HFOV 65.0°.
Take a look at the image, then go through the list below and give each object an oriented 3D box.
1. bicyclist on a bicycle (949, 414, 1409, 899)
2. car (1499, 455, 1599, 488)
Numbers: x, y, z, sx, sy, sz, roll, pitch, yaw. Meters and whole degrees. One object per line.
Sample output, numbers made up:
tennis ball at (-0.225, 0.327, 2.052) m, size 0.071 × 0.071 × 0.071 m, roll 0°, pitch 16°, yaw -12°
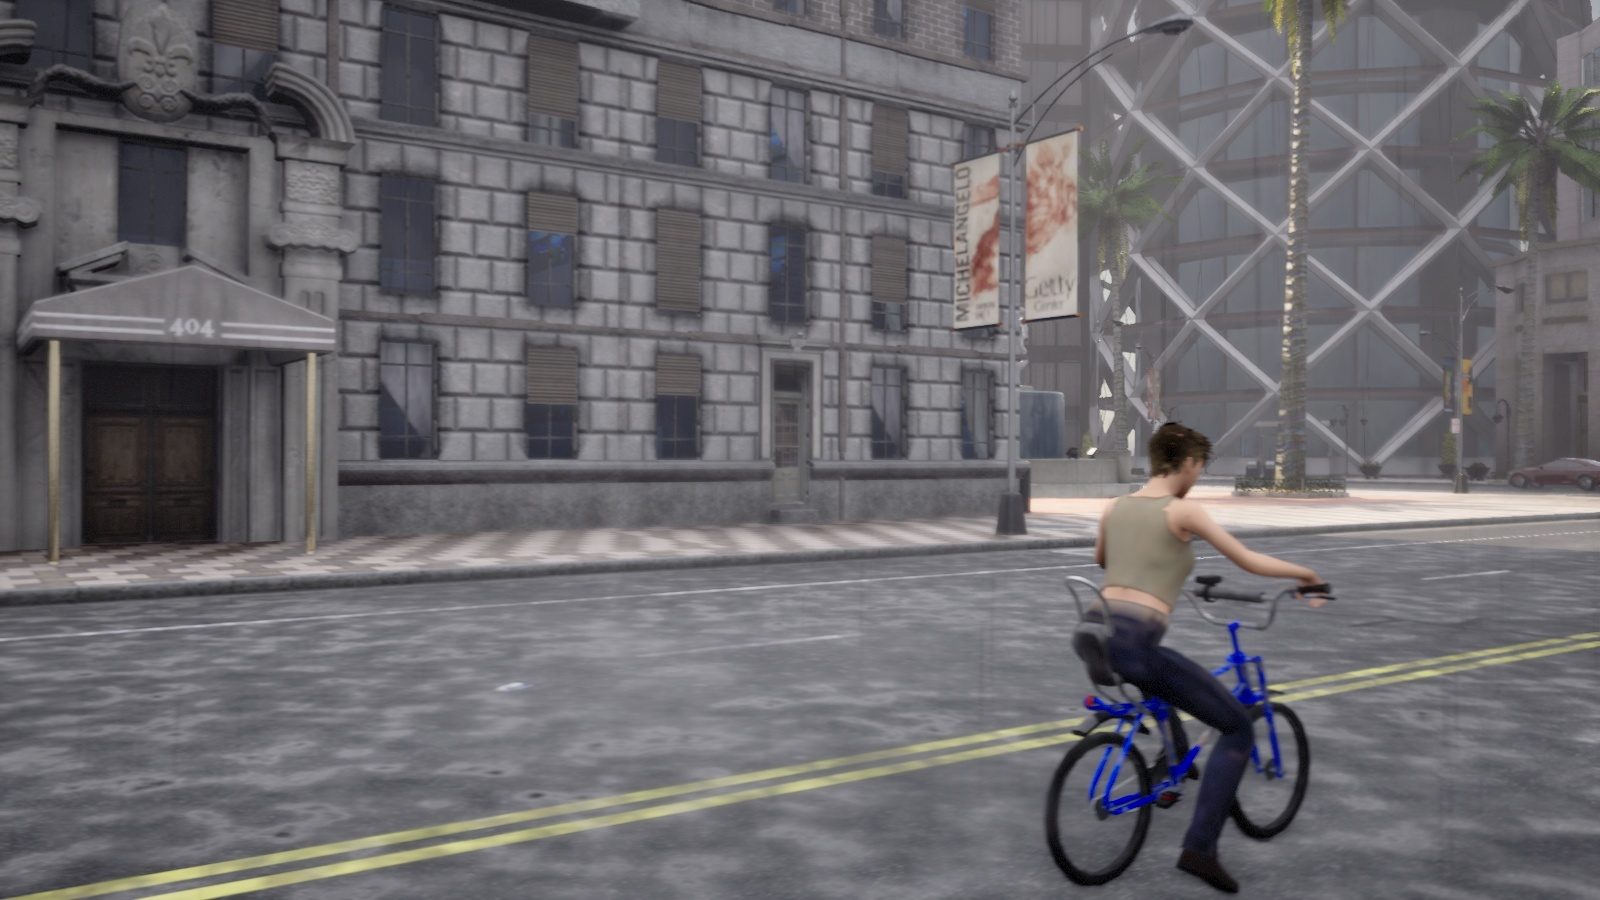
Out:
bicyclist on a bicycle at (1.405, 0.700, 4.608) m, size 1.509 × 1.612 × 0.866 m, roll 0°, pitch 0°, yaw -35°
car at (34.574, 0.942, 56.965) m, size 1.812 × 1.442 × 4.674 m, roll 0°, pitch 0°, yaw -35°
